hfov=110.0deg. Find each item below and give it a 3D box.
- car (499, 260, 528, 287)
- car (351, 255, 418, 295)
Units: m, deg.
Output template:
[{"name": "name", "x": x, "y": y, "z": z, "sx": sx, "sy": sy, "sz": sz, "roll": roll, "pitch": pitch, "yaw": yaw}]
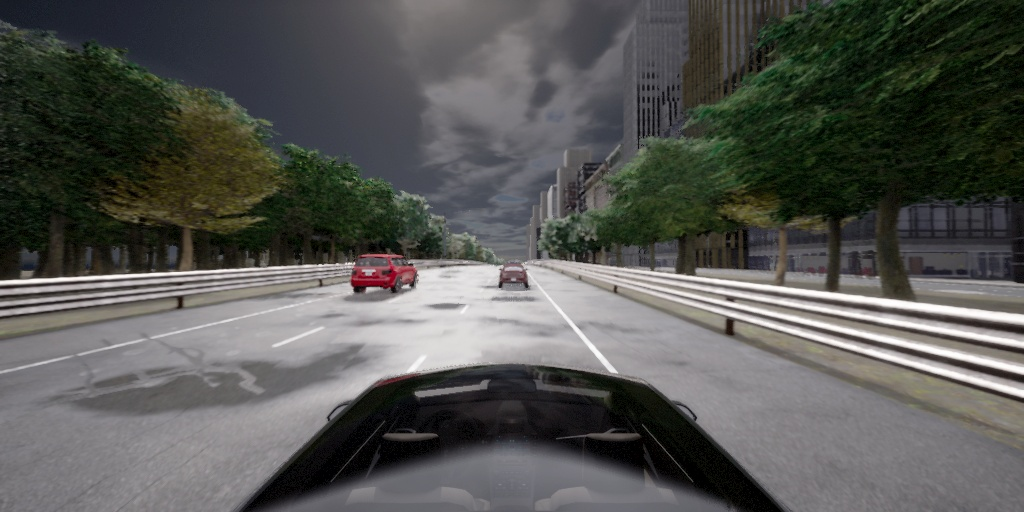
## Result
[{"name": "car", "x": 0.096, "y": 1.240, "z": 23.900, "sx": 1.812, "sy": 1.442, "sz": 4.674, "roll": 0, "pitch": 0, "yaw": 0}, {"name": "car", "x": -6.903, "y": 0.948, "z": 19.947, "sx": 2.150, "sy": 2.045, "sz": 5.566, "roll": 0, "pitch": 0, "yaw": 0}]
